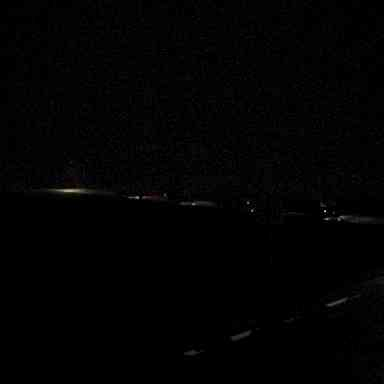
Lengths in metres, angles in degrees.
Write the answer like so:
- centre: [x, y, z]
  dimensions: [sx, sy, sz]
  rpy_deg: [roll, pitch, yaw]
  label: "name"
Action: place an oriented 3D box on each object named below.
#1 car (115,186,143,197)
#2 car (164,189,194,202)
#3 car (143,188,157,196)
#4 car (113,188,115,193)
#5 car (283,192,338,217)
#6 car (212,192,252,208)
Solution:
- centre: [-10.516, 0.030, 55.095]
  dimensions: [1.895, 1.301, 4.718]
  rpy_deg: [-3, 4, -35]
  label: "car"
- centre: [-1.737, 0.415, 42.549]
  dimensions: [1.837, 1.490, 4.892]
  rpy_deg: [-3, 4, -35]
  label: "car"
- centre: [-7.910, -0.088, 56.343]
  dimensions: [1.895, 1.301, 4.718]
  rpy_deg: [-3, 4, -35]
  label: "car"
- centre: [-13.804, -0.495, 64.651]
  dimensions: [2.128, 1.511, 4.902]
  rpy_deg: [-3, 4, -35]
  label: "car"
- centre: [9.374, 0.899, 26.860]
  dimensions: [2.097, 1.767, 4.553]
  rpy_deg: [-3, 4, -35]
  label: "car"
- centre: [4.046, 0.732, 34.371]
  dimensions: [2.128, 1.511, 4.902]
  rpy_deg: [-3, 4, -35]
  label: "car"
